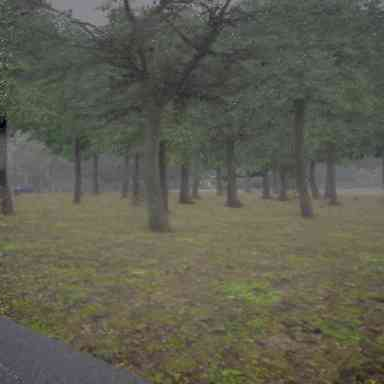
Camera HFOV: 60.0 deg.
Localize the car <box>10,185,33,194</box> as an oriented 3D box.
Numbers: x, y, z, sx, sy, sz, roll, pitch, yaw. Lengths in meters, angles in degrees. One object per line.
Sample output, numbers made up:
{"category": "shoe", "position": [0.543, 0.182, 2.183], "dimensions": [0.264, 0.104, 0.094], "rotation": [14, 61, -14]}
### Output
{"category": "car", "position": [-36.977, -0.395, 71.128], "dimensions": [2.150, 2.045, 5.566], "rotation": [-2, 0, 34]}
